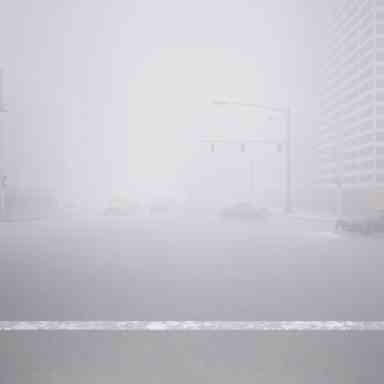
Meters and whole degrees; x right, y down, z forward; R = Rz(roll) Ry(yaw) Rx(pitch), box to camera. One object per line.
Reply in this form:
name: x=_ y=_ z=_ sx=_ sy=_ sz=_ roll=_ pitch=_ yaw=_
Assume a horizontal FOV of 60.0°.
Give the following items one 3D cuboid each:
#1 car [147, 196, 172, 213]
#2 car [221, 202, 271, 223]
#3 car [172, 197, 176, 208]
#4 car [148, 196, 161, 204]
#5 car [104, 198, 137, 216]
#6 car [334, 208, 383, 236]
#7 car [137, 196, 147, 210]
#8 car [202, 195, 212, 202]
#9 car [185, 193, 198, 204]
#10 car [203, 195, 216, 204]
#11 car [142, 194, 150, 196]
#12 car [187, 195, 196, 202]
car: x=-3.640 y=1.505 z=37.849 sx=1.837 sy=1.490 sz=4.892 roll=0 pitch=0 yaw=0
car: x=4.093 y=1.526 z=25.862 sx=1.812 sy=1.442 sz=4.674 roll=-1 pitch=1 yaw=-30
car: x=-3.653 y=1.525 z=47.079 sx=1.812 sy=1.442 sz=4.674 roll=0 pitch=0 yaw=0
car: x=-7.150 y=1.502 z=63.190 sx=1.837 sy=1.490 sz=4.892 roll=0 pitch=1 yaw=0
car: x=-7.175 y=1.352 z=32.980 sx=2.097 sy=1.767 sz=4.553 roll=0 pitch=0 yaw=1
car: x=10.513 y=1.547 z=17.639 sx=5.357 sy=1.411 sz=2.033 roll=0 pitch=0 yaw=0
car: x=-7.155 y=1.547 z=42.455 sx=2.033 sy=1.411 sz=5.357 roll=0 pitch=0 yaw=0
car: x=3.385 y=1.369 z=74.568 sx=2.033 sy=1.411 sz=5.357 roll=0 pitch=0 yaw=0
car: x=-0.099 y=1.221 z=63.891 sx=2.150 sy=2.045 sz=5.566 roll=0 pitch=0 yaw=0
car: x=3.400 y=1.352 z=64.670 sx=2.097 sy=1.767 sz=4.553 roll=0 pitch=0 yaw=0
car: x=-7.168 y=1.525 z=52.279 sx=1.812 sy=1.442 sz=4.674 roll=0 pitch=0 yaw=0
car: x=-0.115 y=1.381 z=74.562 sx=1.994 sy=1.385 sz=4.181 roll=0 pitch=0 yaw=0
